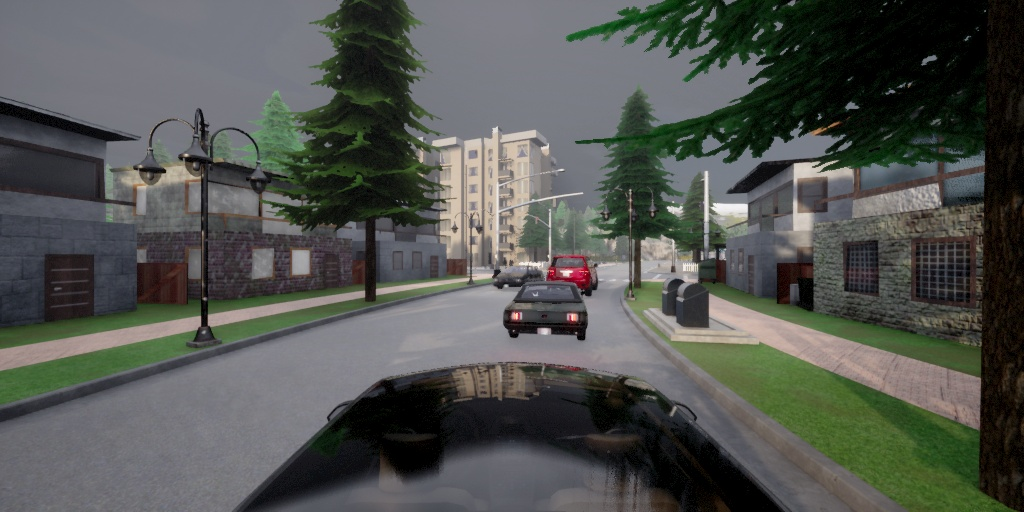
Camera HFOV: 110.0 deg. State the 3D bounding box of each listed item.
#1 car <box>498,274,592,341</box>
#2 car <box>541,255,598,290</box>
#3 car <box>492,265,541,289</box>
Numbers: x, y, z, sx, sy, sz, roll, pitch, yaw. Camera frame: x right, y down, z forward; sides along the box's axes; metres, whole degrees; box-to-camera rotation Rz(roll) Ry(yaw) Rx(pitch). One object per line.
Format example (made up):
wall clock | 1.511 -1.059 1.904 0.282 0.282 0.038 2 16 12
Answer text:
car | 1.074 1.351 9.992 1.895 1.301 4.718 0 0 9
car | 3.376 0.971 19.486 2.150 2.045 5.566 0 0 18
car | 0.573 1.297 22.577 2.033 1.411 5.357 0 0 20
